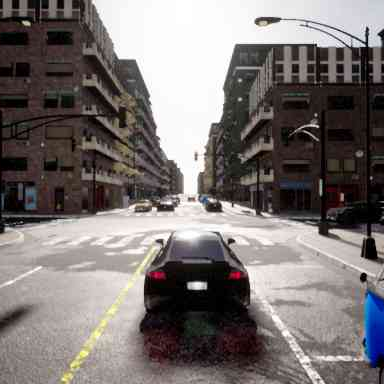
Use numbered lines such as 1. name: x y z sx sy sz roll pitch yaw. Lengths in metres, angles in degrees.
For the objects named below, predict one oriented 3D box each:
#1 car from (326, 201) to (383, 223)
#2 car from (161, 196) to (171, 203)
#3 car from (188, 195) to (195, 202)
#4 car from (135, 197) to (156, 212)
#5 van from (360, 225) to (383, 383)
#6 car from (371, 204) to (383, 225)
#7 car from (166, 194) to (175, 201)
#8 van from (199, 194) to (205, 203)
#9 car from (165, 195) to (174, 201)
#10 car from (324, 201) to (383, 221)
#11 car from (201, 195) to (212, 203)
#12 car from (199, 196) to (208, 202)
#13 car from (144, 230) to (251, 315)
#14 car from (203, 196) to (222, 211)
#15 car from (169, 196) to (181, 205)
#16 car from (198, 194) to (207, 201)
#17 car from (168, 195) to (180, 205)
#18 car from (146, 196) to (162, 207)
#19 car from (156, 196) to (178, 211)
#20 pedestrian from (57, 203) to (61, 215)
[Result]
1. car: 13.075 1.464 25.626 4.553 1.767 2.097 0 -1 1
2. car: -5.799 1.560 73.849 1.887 1.381 4.507 1 0 0
3. car: -0.134 1.542 80.537 2.128 1.511 4.902 0 0 0
4. car: -5.742 1.531 39.823 1.752 1.417 4.829 1 0 0
5. van: 2.670 1.341 2.060 1.690 1.788 3.998 1 0 0
6. car: 13.505 1.579 19.829 4.313 1.339 1.947 0 -1 1
7. car: -5.826 1.462 90.777 1.967 1.590 4.097 1 0 0
8. van: 2.612 1.351 56.934 1.690 1.788 3.998 1 0 0
9. car: -5.819 1.570 85.134 2.008 1.369 4.403 1 0 0
10. car: 13.595 1.602 28.210 4.097 1.590 1.967 0 -1 1
11. car: 2.627 1.558 45.650 2.008 1.369 4.403 1 0 0
12. car: 2.580 1.597 73.862 1.802 1.307 4.206 1 0 0
13. car: 0.088 1.564 7.663 1.994 1.385 4.181 0 0 0
14. car: 2.636 1.572 40.007 1.947 1.339 4.313 1 0 0
15. car: -3.163 1.488 61.360 1.882 1.535 5.008 0 0 0
16. car: 2.565 1.334 85.147 2.192 1.841 5.009 1 0 0
17. car: -3.180 1.486 51.376 1.882 1.535 5.008 0 0 0
18. car: -5.761 1.448 51.278 1.967 1.590 4.097 1 0 0
19. car: -3.167 1.570 40.987 1.994 1.385 4.181 0 0 0
20. pedestrian: -12.591 1.591 31.417 0.500 1.100 0.500 0 -1 1
